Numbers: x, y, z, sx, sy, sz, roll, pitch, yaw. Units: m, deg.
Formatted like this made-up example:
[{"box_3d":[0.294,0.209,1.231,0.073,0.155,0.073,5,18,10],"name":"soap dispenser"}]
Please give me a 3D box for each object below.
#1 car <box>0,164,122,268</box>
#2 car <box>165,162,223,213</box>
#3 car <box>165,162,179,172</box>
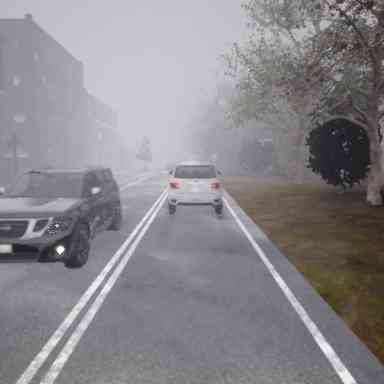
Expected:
[{"box_3d":[-3.335,0.348,8.616,2.150,2.045,5.566,0,6,0],"name":"car"},{"box_3d":[0.130,-0.358,14.938,2.150,2.045,5.566,0,6,0],"name":"car"},{"box_3d":[-3.114,-3.943,52.042,1.837,1.490,4.892,0,5,1],"name":"car"}]
